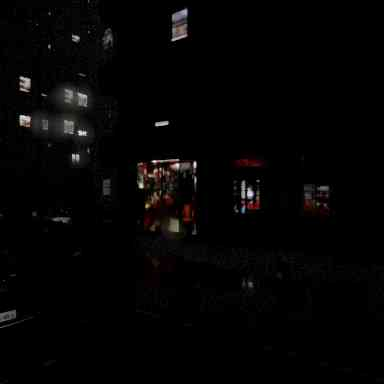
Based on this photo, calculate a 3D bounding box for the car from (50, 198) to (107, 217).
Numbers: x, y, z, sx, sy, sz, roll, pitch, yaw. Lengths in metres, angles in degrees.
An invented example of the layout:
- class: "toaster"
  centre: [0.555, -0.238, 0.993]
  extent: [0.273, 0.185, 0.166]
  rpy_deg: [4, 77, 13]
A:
- class: "car"
  centre: [-9.302, 1.301, 28.229]
  extent: [1.994, 1.385, 4.181]
  rpy_deg: [0, 1, 35]

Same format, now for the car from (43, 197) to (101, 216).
- class: "car"
  centre: [-10.867, 1.249, 30.492]
  extent: [1.752, 1.417, 4.829]
  rpy_deg: [1, 1, 35]

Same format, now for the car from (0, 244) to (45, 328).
- class: "car"
  centre: [-4.430, 1.551, 6.047]
  extent: [4.403, 1.369, 2.008]
  rpy_deg: [0, 0, 36]

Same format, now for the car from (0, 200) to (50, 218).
- class: "car"
  centre: [-13.963, 1.350, 26.072]
  extent: [2.008, 1.369, 4.403]
  rpy_deg: [1, 1, 35]
